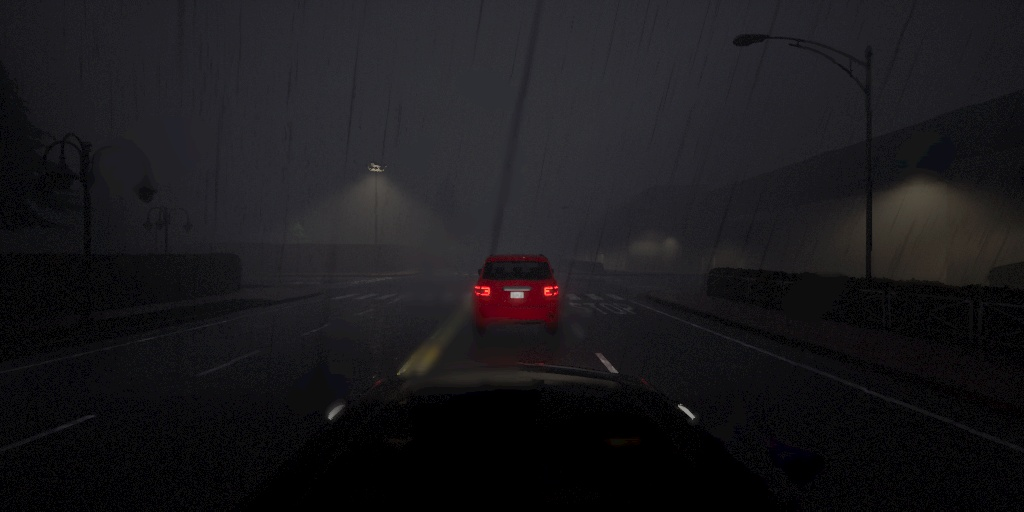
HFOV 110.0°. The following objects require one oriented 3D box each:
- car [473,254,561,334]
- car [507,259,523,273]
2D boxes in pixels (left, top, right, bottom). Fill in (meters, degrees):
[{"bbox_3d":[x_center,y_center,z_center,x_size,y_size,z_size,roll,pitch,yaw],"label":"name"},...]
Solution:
[{"bbox_3d":[0.121,0.971,10.741,2.150,2.045,5.566,0,0,0],"label":"car"},{"bbox_3d":[0.356,1.228,45.593,1.882,1.535,5.008,0,0,1],"label":"car"}]
